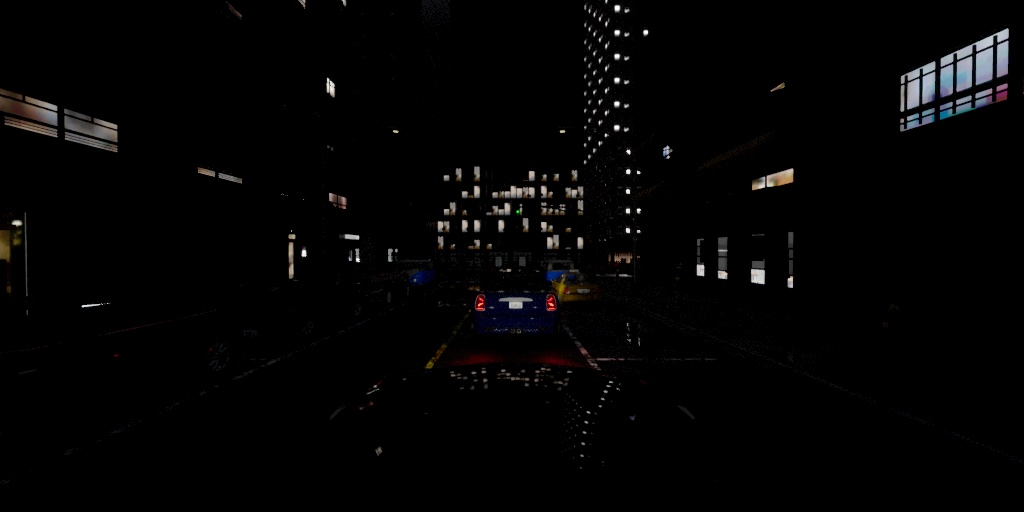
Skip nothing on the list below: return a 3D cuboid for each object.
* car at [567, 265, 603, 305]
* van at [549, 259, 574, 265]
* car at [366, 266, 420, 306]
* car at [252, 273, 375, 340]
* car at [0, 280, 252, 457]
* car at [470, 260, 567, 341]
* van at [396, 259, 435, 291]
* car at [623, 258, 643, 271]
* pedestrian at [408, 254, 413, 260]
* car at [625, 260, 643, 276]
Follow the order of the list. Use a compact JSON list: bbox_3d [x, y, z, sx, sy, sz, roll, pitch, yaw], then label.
[{"bbox_3d":[2.690,1.272,15.716,1.751,1.417,4.829,0,0,0],"label":"car"},{"bbox_3d":[2.689,1.086,21.148,1.690,1.789,3.998,0,0,0],"label":"van"},{"bbox_3d":[-5.691,1.297,15.574,2.007,1.370,4.403,0,0,0],"label":"car"},{"bbox_3d":[-5.691,1.314,9.972,1.948,1.339,4.313,0,0,0],"label":"car"},{"bbox_3d":[-5.691,1.189,4.371,1.967,1.591,4.097,0,0,0],"label":"car"},{"bbox_3d":[0.085,1.100,10.014,2.097,1.767,4.553,0,0,0],"label":"car"},{"bbox_3d":[-5.692,1.086,21.176,1.690,1.789,3.998,0,0,0],"label":"van"},{"bbox_3d":[15.232,1.087,40.487,5.009,1.841,2.192,0,0,0],"label":"car"},{"bbox_3d":[-12.394,0.635,43.577,0.375,1.860,0.375,0,1,0],"label":"pedestrian"},{"bbox_3d":[14.674,1.369,37.890,4.181,1.385,1.994,0,1,0],"label":"car"}]
